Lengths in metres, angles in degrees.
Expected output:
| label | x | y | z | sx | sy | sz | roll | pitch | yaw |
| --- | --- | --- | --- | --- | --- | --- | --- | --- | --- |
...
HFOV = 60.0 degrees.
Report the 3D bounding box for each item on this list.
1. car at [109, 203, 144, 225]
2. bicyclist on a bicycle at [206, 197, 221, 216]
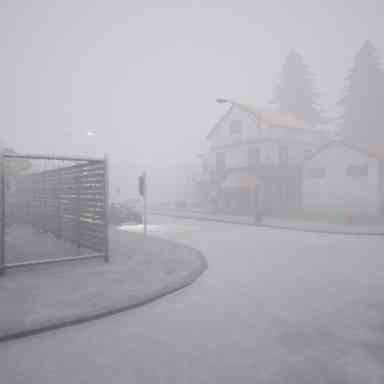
| label | x | y | z | sx | sy | sz | roll | pitch | yaw |
| --- | --- | --- | --- | --- | --- | --- | --- | --- | --- |
| car | -5.130 | 1.518 | 23.902 | 1.994 | 1.385 | 4.181 | 0 | 0 | -35 |
| bicyclist on a bicycle | 1.847 | 1.262 | 28.571 | 1.656 | 1.620 | 0.582 | -1 | 1 | -35 |
